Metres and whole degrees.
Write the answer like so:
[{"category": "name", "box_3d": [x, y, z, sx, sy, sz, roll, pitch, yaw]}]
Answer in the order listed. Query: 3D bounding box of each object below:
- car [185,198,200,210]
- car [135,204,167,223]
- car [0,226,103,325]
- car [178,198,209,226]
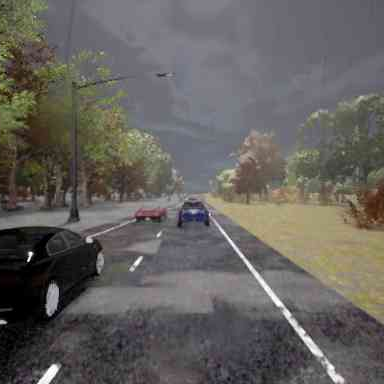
[{"category": "car", "box_3d": [0.107, 1.531, 43.523, 1.837, 1.490, 4.892, 0, 0, 0]}, {"category": "car", "box_3d": [-3.044, 1.615, 25.793, 1.895, 1.301, 4.718, 0, 0, 2]}, {"category": "car", "box_3d": [-3.390, 1.481, 7.281, 1.882, 1.535, 5.008, 0, 0, 0]}, {"category": "car", "box_3d": [0.106, 1.364, 23.890, 2.097, 1.767, 4.553, 0, 0, 0]}]
